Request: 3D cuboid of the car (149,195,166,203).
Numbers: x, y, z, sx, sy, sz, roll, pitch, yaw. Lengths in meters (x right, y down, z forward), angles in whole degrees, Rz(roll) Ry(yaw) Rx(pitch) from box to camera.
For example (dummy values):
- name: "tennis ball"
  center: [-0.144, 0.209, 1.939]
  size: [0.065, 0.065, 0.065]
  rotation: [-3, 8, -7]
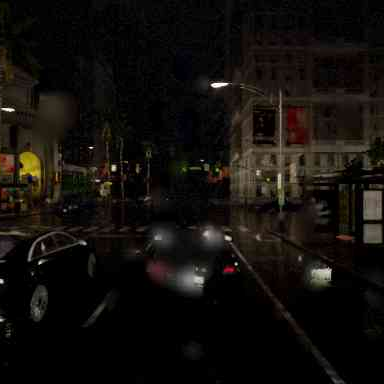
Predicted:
- name: "car"
  center: [-7.200, 1.539, 70.061]
  size: [2.128, 1.511, 4.902]
  rotation: [0, 0, 0]

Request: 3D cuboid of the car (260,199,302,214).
- name: "car"
  center: [9.775, 1.484, 35.053]
  size: [5.008, 1.535, 1.882]
  rotation: [0, 0, 2]

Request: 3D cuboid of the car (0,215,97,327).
- name: "car"
  center: [-3.461, 1.494, 7.000]
  size: [2.128, 1.511, 4.902]
  rotation: [0, 0, 0]

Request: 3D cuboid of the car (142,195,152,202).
- name: "car"
  center: [-10.726, 1.540, 80.301]
  size: [1.812, 1.442, 4.674]
  rotation: [0, 0, 0]

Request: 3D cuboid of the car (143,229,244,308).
- name: "car"
  center: [0.042, 1.566, 8.030]
  size: [1.994, 1.385, 4.181]
  rotation: [0, 0, 0]

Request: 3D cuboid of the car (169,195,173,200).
- name: "car"
  center: [-6.406, 1.496, 90.223]
  size: [1.882, 1.535, 5.008]
  rotation: [0, 0, 9]

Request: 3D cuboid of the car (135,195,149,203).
- name: "car"
  center: [-10.701, 1.554, 70.323]
  size: [2.033, 1.411, 5.357]
  rotation: [0, 0, 0]

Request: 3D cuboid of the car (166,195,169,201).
- name: "car"
  center: [-7.223, 1.540, 80.108]
  size: [1.812, 1.442, 4.674]
  rotation: [0, 0, 0]

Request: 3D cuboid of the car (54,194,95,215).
- name: "car"
  center: [-10.688, 1.228, 30.733]
  size: [2.150, 2.045, 5.566]
  rotation: [0, 0, 0]
